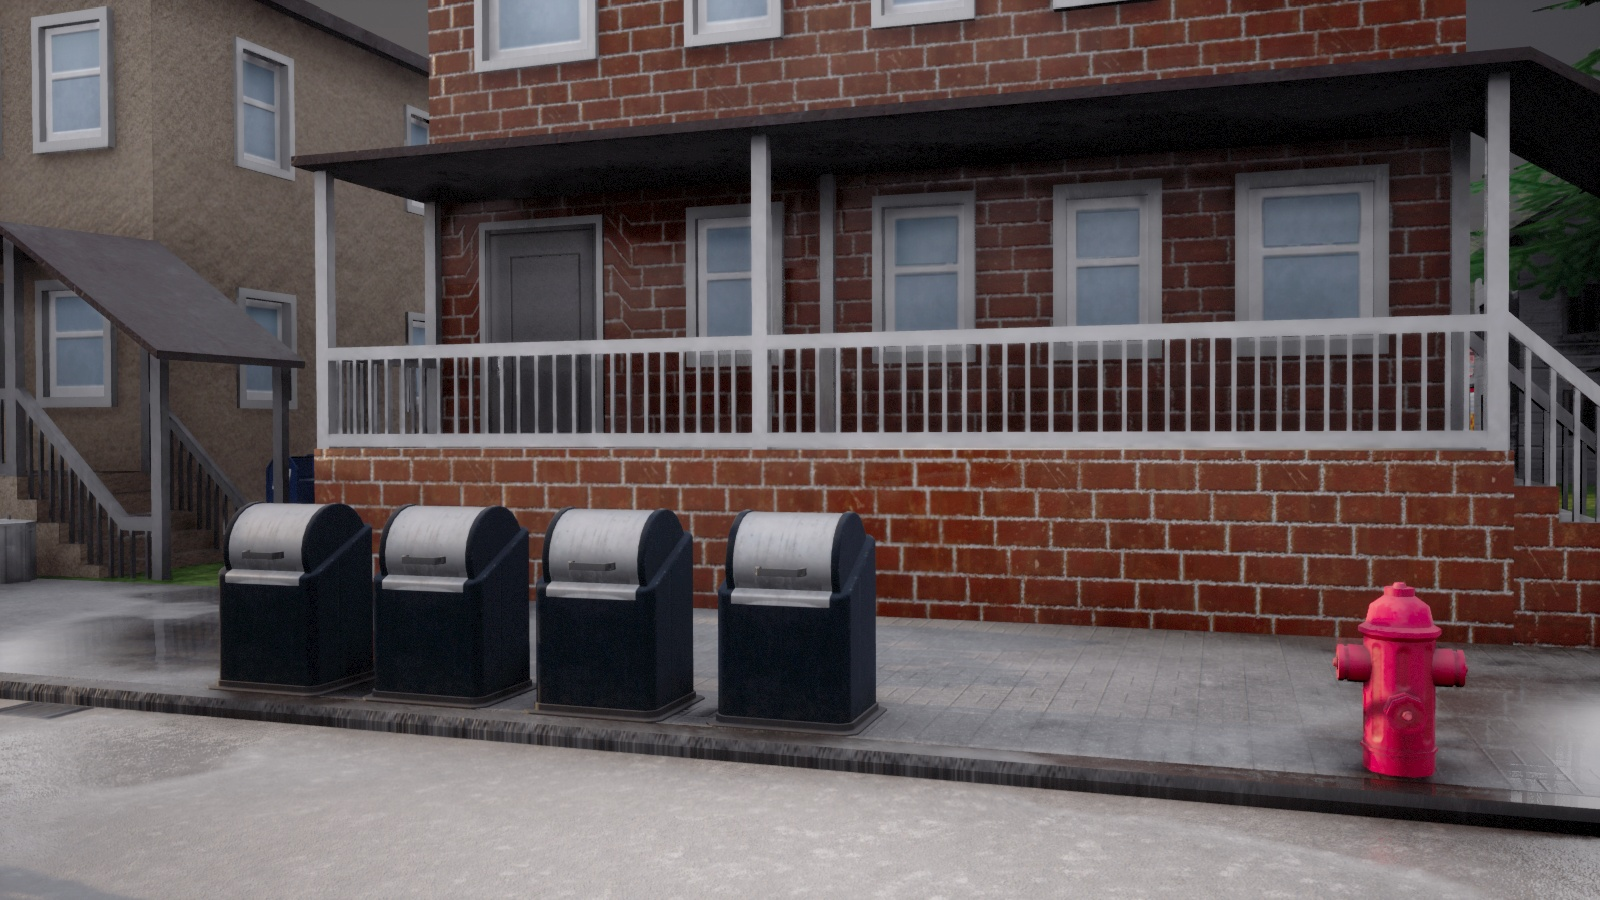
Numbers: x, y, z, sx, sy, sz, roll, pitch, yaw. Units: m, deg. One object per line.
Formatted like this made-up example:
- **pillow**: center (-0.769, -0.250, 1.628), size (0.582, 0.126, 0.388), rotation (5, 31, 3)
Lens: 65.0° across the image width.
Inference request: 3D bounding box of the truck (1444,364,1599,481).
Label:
- **truck**: center (26.759, -0.918, 42.503), size (8.468, 3.827, 2.891), rotation (1, 1, 18)
